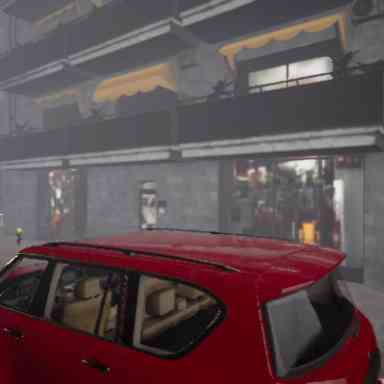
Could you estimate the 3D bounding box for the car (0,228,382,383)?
[{"bbox_3d":[-0.827,1.333,3.446,5.009,1.841,2.192,0,0,35],"label":"car"}]
